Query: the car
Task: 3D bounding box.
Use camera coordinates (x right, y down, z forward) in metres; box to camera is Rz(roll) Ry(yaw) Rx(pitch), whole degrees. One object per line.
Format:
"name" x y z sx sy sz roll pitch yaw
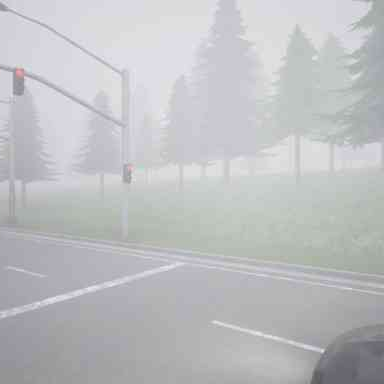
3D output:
"car" 3.161 1.505 1.732 4.892 1.490 1.837 0 0 35
